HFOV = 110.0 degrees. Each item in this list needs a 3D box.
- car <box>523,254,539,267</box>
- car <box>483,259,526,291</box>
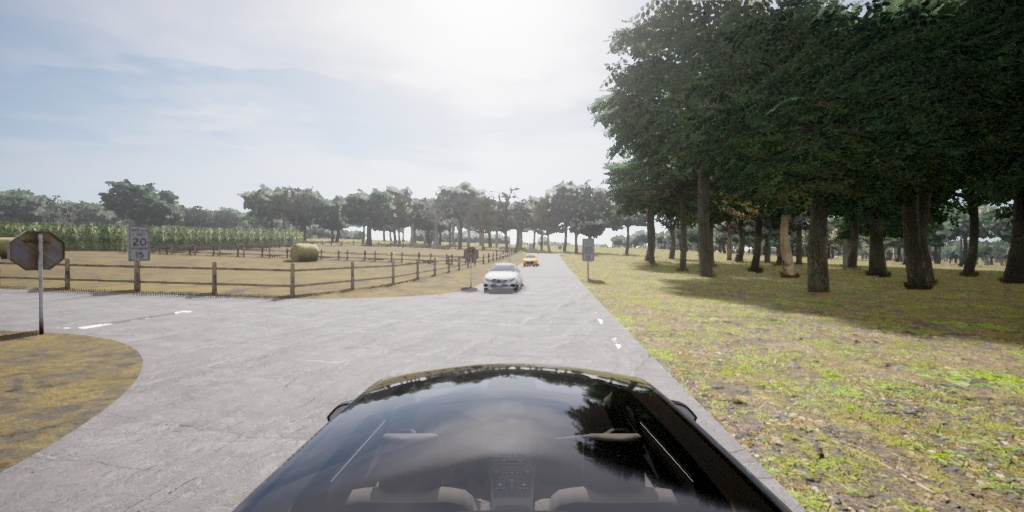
[{"bbox_3d":[2.480,0.535,46.896,1.882,1.535,5.008,0,2,6],"label":"car"},{"bbox_3d":[-0.417,1.122,20.418,1.812,1.442,4.674,0,1,6],"label":"car"}]
